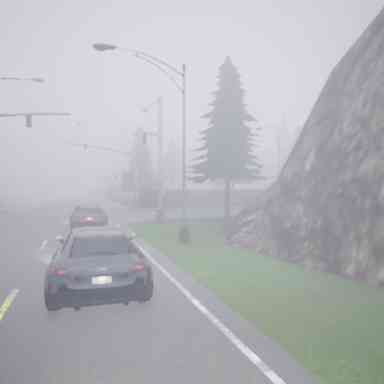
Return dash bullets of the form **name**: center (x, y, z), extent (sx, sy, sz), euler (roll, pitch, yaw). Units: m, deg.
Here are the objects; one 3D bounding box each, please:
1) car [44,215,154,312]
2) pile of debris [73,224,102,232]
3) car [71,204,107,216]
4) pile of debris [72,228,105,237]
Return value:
- **car**: center (-2.166, 1.477, 7.692), extent (1.994, 1.385, 4.181), euler (0, 1, -18)
- **pile of debris**: center (-5.787, 1.970, 18.388), extent (1.500, 0.140, 1.860), euler (0, 1, -19)
- **car**: center (-5.944, 1.346, 19.167), extent (1.994, 1.385, 4.181), euler (0, 0, -18)
- **pile of debris**: center (-5.144, 1.991, 16.494), extent (1.500, 0.140, 1.860), euler (0, 1, -19)
